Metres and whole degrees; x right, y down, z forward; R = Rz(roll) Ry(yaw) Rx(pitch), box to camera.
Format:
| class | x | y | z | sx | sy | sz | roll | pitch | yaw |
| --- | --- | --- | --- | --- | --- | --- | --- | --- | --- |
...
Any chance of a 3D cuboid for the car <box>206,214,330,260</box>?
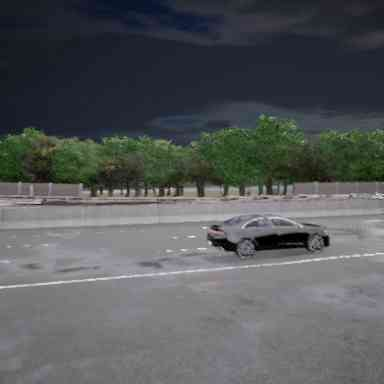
| class | x | y | z | sx | sy | sz | roll | pitch | yaw |
| --- | --- | --- | --- | --- | --- | --- | --- | --- | --- |
| car | 2.960 | 1.602 | 12.894 | 4.902 | 1.511 | 2.128 | -1 | 0 | -16 |
